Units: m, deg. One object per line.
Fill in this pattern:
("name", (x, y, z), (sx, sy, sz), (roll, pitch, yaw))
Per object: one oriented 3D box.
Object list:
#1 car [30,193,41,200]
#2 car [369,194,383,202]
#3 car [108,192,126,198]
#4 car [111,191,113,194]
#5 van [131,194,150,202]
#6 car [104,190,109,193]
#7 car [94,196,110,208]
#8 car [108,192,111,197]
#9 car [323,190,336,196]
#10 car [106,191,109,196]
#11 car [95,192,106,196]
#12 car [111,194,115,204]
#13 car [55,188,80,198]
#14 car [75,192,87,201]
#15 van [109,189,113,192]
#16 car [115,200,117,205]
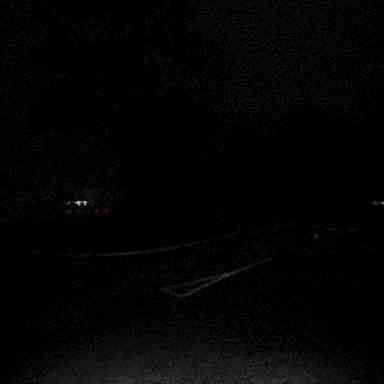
("car", (-36.078, 1.076, 76.902), (1.837, 1.490, 4.892), (0, 1, -16))
("car", (30.559, 0.929, 55.101), (1.895, 1.301, 4.718), (-1, 1, 22))
("car", (-20.372, 0.839, 90.283), (4.792, 1.488, 2.163), (0, 1, -16))
("car", (-13.282, 1.187, 66.332), (4.553, 1.767, 2.185), (0, 1, -16))
("van", (-8.701, 1.432, 50.324), (4.442, 1.987, 1.878), (0, 1, -16))
("car", (-19.790, 0.863, 87.561), (5.366, 1.575, 1.946), (0, 1, -16))
("car", (-14.254, 1.735, 51.947), (1.895, 1.301, 4.718), (0, 1, -17))
("car", (-14.892, 1.200, 71.645), (5.008, 1.535, 2.097), (0, 1, -16))
("car", (30.813, 0.339, 75.576), (1.882, 1.535, 5.008), (0, 1, -16))
("car", (-18.065, 1.006, 82.283), (4.792, 1.488, 2.163), (0, 1, -16))
("car", (-19.765, 1.337, 70.210), (1.895, 1.301, 4.718), (0, 1, -16))
("car", (-10.342, 1.539, 55.631), (5.366, 1.575, 1.946), (0, 1, -16))
("car", (-33.509, 0.578, 88.378), (5.566, 2.045, 2.435), (0, 1, -16))
("car", (-23.929, 1.277, 72.829), (1.895, 1.301, 4.718), (0, 1, -16))
("van", (-16.351, 0.862, 76.998), (4.442, 1.987, 1.878), (0, 1, -16))
("car", (-9.348, 1.629, 53.030), (4.792, 1.488, 2.163), (0, 1, -16))
